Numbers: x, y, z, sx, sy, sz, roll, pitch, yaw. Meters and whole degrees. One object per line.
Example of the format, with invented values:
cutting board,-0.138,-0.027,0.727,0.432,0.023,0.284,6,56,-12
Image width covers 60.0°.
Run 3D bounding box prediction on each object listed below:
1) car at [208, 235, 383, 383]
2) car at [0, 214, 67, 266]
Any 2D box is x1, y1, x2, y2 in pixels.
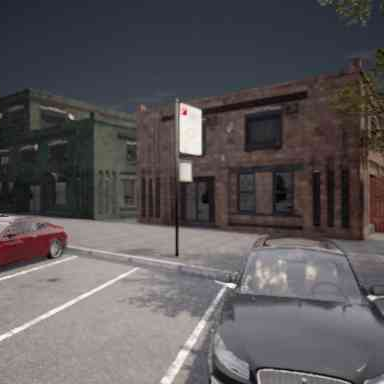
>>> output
car,1.546,1.486,4.992,2.231,1.521,4.892,1,-1,16
car,-5.779,1.517,10.223,2.002,1.452,4.674,1,-1,16
